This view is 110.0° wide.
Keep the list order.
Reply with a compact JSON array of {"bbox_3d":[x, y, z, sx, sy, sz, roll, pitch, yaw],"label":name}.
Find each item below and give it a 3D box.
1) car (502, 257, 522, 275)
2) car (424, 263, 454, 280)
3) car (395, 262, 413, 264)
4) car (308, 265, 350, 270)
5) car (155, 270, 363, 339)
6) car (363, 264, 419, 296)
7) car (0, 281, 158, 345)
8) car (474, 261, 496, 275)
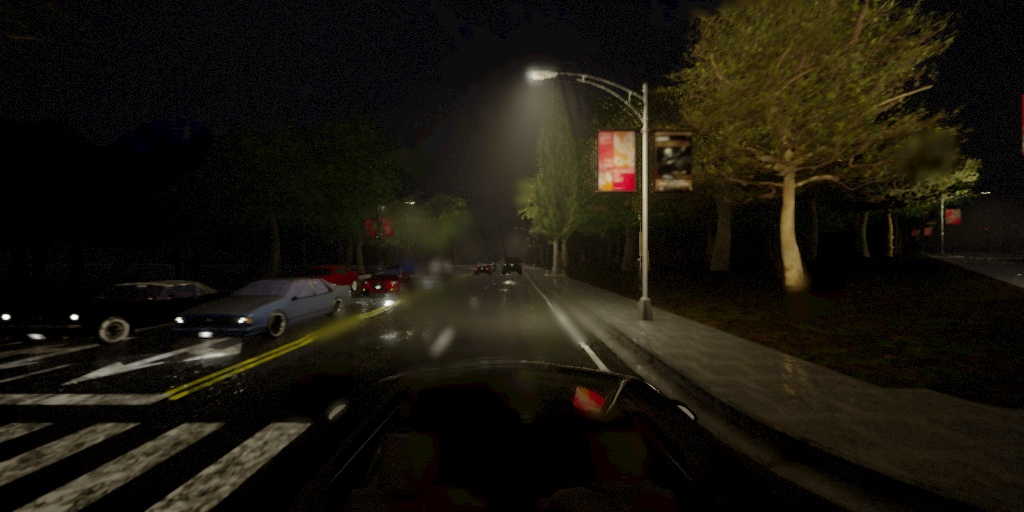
[{"bbox_3d":[0.006,1.110,41.056,2.150,2.045,5.566,0,0,0],"label":"car"},{"bbox_3d":[-6.538,1.391,32.975,2.033,1.411,5.357,0,0,0],"label":"car"},{"bbox_3d":[-9.793,1.316,32.121,1.882,1.535,5.008,0,0,1],"label":"car"},{"bbox_3d":[-9.804,1.257,18.826,1.882,1.535,5.008,0,0,0],"label":"car"},{"bbox_3d":[-6.540,1.305,10.341,2.033,1.411,5.357,0,0,1],"label":"car"},{"bbox_3d":[-6.559,1.347,19.574,1.994,1.385,4.181,0,0,0],"label":"car"},{"bbox_3d":[-9.795,1.356,9.600,1.895,1.301,4.718,0,0,1],"label":"car"},{"bbox_3d":[-3.244,1.435,41.025,2.033,1.411,5.357,0,0,0],"label":"car"}]
